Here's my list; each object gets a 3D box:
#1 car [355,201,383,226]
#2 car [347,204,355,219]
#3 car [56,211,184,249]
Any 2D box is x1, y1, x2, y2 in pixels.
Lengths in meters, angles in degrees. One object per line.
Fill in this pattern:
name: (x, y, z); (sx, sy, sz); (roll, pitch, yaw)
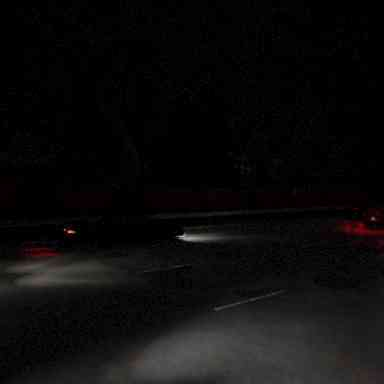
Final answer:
car: (13.186, 1.481, 21.971); (5.008, 1.535, 1.882); (0, 0, -36)
car: (14.753, 1.497, 27.439); (4.902, 1.511, 2.128); (0, 0, -36)
car: (-2.979, 1.548, 14.553); (5.357, 1.411, 2.033); (0, 0, -36)
